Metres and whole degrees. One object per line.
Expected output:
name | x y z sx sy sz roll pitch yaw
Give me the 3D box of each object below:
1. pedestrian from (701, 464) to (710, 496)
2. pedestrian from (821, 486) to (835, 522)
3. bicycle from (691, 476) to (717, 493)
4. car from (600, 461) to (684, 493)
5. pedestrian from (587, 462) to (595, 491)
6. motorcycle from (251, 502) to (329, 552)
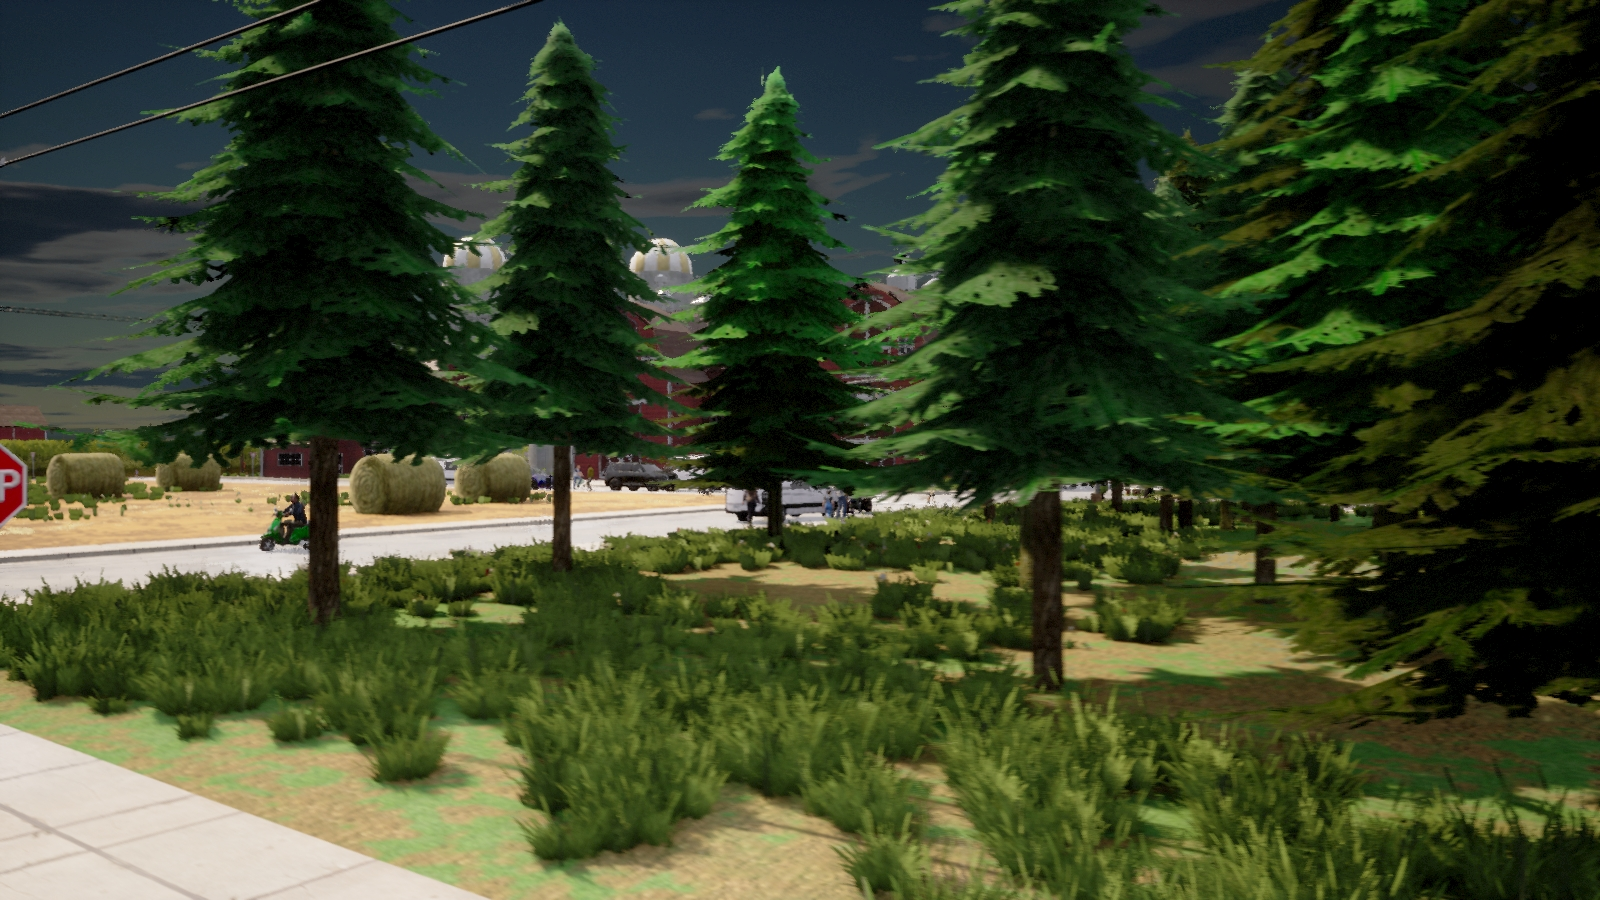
pedestrian | -5.412 1.723 65.580 0.375 1.860 0.375 0 0 -42
pedestrian | 1.030 2.005 42.207 0.375 1.300 0.375 0 0 28
bicycle | -6.311 2.276 74.892 1.487 1.080 0.859 0 0 33
car | -10.788 1.814 77.766 5.566 2.045 2.150 0 0 33
pedestrian | -13.508 1.730 73.726 0.375 1.860 0.375 0 0 24
motorcycle | -14.461 2.174 32.433 0.856 1.316 1.805 0 -1 34
